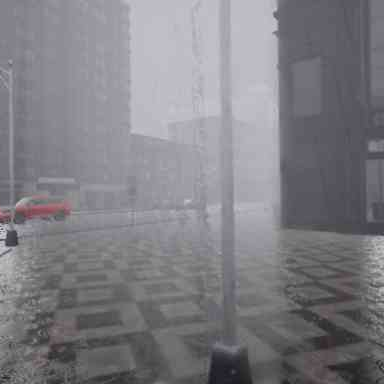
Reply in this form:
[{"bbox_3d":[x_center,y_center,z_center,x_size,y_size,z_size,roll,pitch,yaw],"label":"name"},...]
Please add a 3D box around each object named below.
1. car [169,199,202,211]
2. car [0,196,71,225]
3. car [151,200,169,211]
[{"bbox_3d":[-0.418,1.636,42.429,1.812,1.442,4.674,-1,-1,35],"label":"car"},{"bbox_3d":[-12.182,1.368,25.777,2.150,2.045,5.566,-1,0,35],"label":"car"},{"bbox_3d":[-3.445,1.726,43.777,1.994,1.385,4.181,-1,-1,35],"label":"car"}]
